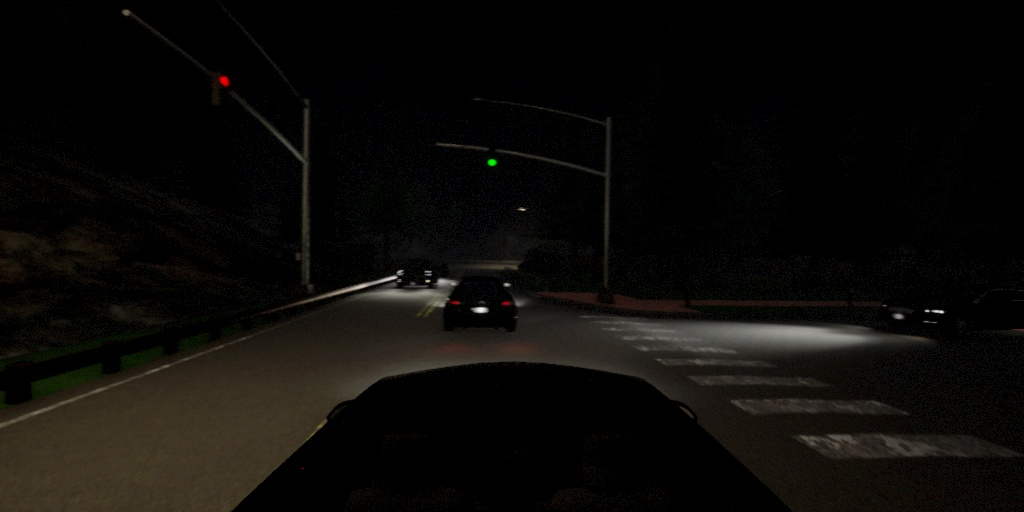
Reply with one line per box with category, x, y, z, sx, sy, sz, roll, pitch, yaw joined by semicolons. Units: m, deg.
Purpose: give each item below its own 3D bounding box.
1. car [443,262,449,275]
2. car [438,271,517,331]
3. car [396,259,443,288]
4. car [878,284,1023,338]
car;-6.813;1.201;32.673;1.895;1.301;4.718;1;0;-5
car;-0.983;1.301;11.071;1.994;1.385;4.181;1;1;-6
car;-5.845;0.977;22.645;2.097;1.767;4.553;1;0;-6
car;14.450;1.657;11.376;4.902;1.511;2.128;1;0;-5
